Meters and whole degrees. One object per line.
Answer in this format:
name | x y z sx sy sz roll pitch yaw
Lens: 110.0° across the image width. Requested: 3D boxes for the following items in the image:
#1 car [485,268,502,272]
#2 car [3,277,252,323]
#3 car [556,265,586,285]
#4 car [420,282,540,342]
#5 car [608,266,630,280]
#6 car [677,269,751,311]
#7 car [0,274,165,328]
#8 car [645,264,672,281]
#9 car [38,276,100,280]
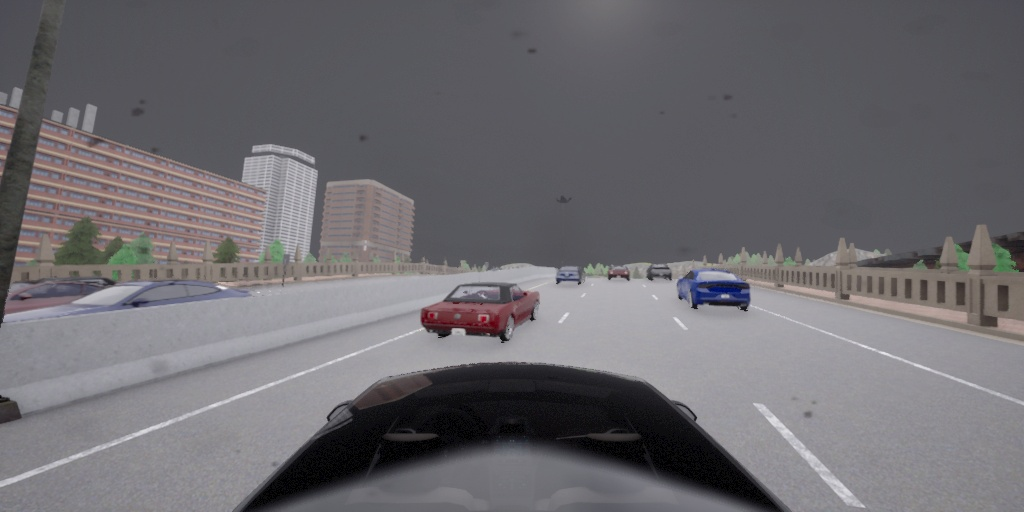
car | -2.523 2.511 53.580 2.128 1.511 4.902 0 -6 16
car | -8.518 1.281 8.316 1.812 1.442 4.674 0 0 16
car | 4.557 1.381 27.463 2.033 1.411 5.357 0 0 16
car | -0.538 1.374 9.969 1.895 1.301 4.718 0 0 16
car | 9.933 1.568 33.404 1.895 1.301 4.718 0 -2 16
car | 8.221 1.278 15.010 1.882 1.535 5.008 0 0 16
car | -14.829 1.356 11.683 1.895 1.301 4.718 0 0 16
car | 13.436 1.476 32.915 2.128 1.511 4.902 0 -2 16
car | -11.982 1.316 8.941 1.994 1.385 4.181 0 0 16
